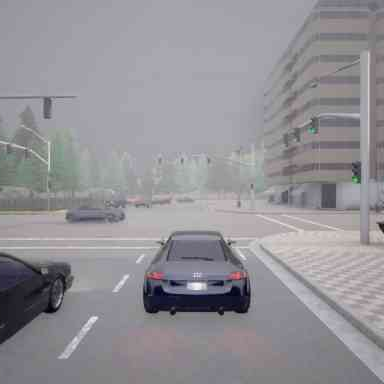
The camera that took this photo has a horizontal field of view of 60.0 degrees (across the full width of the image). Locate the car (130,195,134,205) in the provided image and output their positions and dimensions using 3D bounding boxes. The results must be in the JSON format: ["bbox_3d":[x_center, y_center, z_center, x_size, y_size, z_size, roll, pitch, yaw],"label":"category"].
[{"bbox_3d":[-9.582,1.352,53.863,2.097,1.767,4.553,0,0,8],"label":"car"}]

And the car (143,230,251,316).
[{"bbox_3d":[0.094,1.564,7.632,1.994,1.385,4.181,0,0,0],"label":"car"}]

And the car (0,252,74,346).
[{"bbox_3d":[-3.426,1.547,4.599,2.033,1.411,5.357,0,0,0],"label":"car"}]

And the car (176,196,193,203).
[{"bbox_3d":[-1.471,1.563,67.649,1.994,1.385,4.181,0,0,29],"label":"car"}]

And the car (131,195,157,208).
[{"bbox_3d":[-6.828,1.547,48.088,2.033,1.411,5.357,0,0,2],"label":"car"}]

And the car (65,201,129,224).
[{"bbox_3d":[-7.070,1.587,24.470,4.181,1.385,1.994,0,0,0],"label":"car"}]

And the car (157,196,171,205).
[{"bbox_3d":[-5.261,1.478,58.370,1.882,1.535,5.008,0,0,16],"label":"car"}]

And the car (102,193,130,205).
[{"bbox_3d":[-10.404,1.221,44.430,2.150,2.045,5.566,0,0,2],"label":"car"}]
